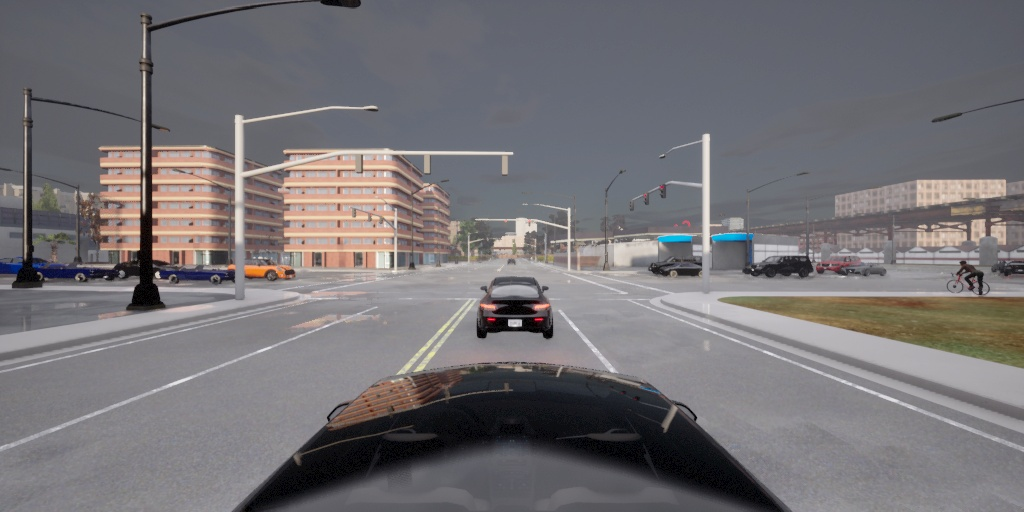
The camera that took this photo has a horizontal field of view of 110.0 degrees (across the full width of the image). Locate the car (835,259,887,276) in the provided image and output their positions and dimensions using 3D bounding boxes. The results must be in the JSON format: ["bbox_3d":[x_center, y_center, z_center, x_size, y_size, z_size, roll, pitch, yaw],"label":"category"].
[{"bbox_3d":[35.243,1.314,35.978,4.181,1.385,1.994,0,0,-18],"label":"car"}]

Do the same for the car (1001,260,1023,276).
[{"bbox_3d":[50.501,1.227,35.516,5.008,1.535,1.882,0,0,-33],"label":"car"}]

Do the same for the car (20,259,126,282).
[{"bbox_3d":[-30.080,1.088,24.654,4.718,1.301,1.895,1,0,1],"label":"car"}]

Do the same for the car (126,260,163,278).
[{"bbox_3d":[-28.243,1.021,28.122,4.892,1.490,1.837,1,0,1],"label":"car"}]

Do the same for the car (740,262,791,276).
[{"bbox_3d":[26.583,1.314,37.696,4.181,1.385,1.994,0,0,-8],"label":"car"}]

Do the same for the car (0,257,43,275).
[{"bbox_3d":[-38.176,0.821,28.310,5.008,1.535,1.882,1,0,1],"label":"car"}]

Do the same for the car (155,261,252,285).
[{"bbox_3d":[-20.965,1.220,24.490,4.718,1.301,1.895,1,0,2],"label":"car"}]

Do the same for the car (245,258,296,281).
[{"bbox_3d":[-19.466,0.986,27.959,4.553,1.767,2.097,1,0,1],"label":"car"}]

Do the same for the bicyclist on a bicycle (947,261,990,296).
[{"bbox_3d":[21.908,1.050,17.256,0.582,1.620,1.656,0,0,0],"label":"bicyclist on a bicycle"}]

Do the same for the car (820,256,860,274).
[{"bbox_3d":[36.621,0.971,40.073,5.566,2.045,2.150,0,0,-22],"label":"car"}]

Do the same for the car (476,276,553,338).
[{"bbox_3d":[0.073,1.276,10.015,1.812,1.442,4.674,0,0,0],"label":"car"}]

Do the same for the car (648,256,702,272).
[{"bbox_3d":[17.183,0.971,37.340,5.566,2.045,2.150,0,0,1],"label":"car"}]

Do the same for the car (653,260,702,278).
[{"bbox_3d":[16.096,1.314,33.906,4.181,1.385,1.994,0,0,0],"label":"car"}]

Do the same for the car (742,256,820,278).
[{"bbox_3d":[25.449,0.971,34.037,5.566,2.045,2.150,0,0,-5],"label":"car"}]
